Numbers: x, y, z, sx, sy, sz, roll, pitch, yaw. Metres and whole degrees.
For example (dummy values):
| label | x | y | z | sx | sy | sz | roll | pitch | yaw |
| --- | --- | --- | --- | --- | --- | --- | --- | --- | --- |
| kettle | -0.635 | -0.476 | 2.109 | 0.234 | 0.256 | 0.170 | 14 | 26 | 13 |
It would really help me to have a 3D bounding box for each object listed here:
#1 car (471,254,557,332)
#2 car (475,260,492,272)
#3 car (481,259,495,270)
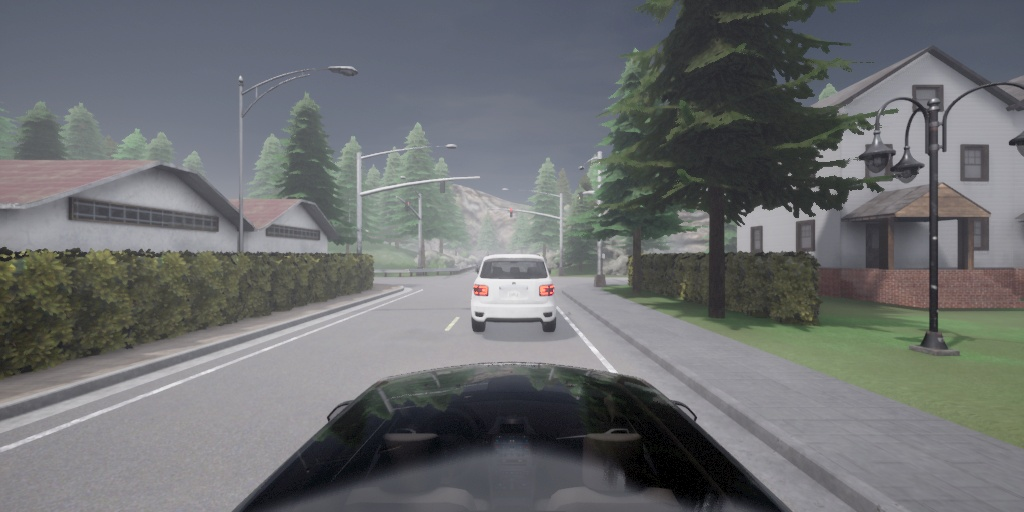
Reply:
| label | x | y | z | sx | sy | sz | roll | pitch | yaw |
| --- | --- | --- | --- | --- | --- | --- | --- | --- | --- |
| car | 0.058 | 0.971 | 10.960 | 2.150 | 2.045 | 5.566 | 0 | 0 | 0 |
| car | -3.629 | 1.253 | 46.033 | 1.837 | 1.490 | 4.892 | 0 | 0 | 0 |
| car | -3.634 | 1.273 | 55.270 | 1.812 | 1.442 | 4.674 | 0 | 0 | 0 |
